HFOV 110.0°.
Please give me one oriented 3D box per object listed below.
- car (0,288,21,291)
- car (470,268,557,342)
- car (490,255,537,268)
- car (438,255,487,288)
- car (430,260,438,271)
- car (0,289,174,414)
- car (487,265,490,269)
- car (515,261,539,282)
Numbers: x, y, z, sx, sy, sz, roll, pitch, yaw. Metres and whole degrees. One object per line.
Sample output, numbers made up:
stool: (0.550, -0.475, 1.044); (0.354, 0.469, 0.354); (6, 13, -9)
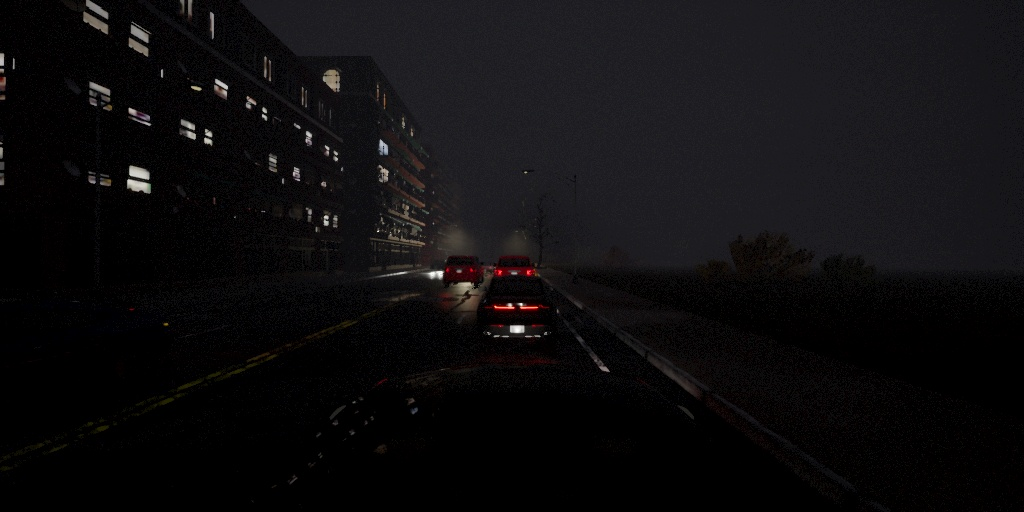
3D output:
car: (-9.847, 1.298, 6.175); (2.033, 1.411, 5.357); (0, 0, 0)
car: (0.109, 1.256, 9.796); (1.837, 1.490, 4.892); (0, 0, 0)
car: (0.116, 0.974, 20.143); (2.150, 2.045, 5.566); (0, 0, 0)
car: (-3.130, 0.977, 23.928); (2.150, 2.045, 5.566); (0, 0, 0)
car: (-9.808, 1.244, 48.587); (2.128, 1.511, 4.902); (0, 0, 0)
car: (-6.596, 1.276, 4.122); (1.812, 1.442, 4.674); (0, 0, 0)
car: (-3.114, 1.353, 43.653); (1.895, 1.301, 4.718); (0, 0, 0)
car: (1.163, 1.209, 30.551); (1.801, 1.575, 5.366); (0, 0, 0)
